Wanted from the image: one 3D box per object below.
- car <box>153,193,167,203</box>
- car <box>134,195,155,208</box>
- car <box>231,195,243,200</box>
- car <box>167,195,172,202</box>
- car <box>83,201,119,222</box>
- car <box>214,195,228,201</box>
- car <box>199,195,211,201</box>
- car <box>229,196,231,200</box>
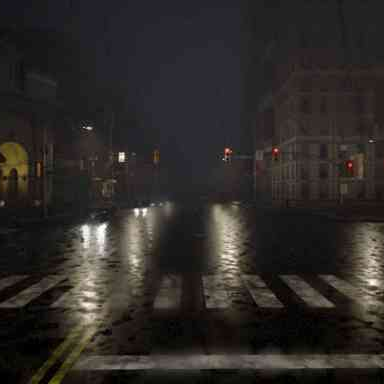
[{"bbox_3d":[-6.979,1.224,68.132,2.150,2.045,5.566,0,0,0],"label":"car"},{"bbox_3d":[-7.078,1.491,47.781,2.128,1.511,4.902,0,0,0],"label":"car"},{"bbox_3d":[12.471,1.500,94.149,1.837,1.490,4.892,0,0,41],"label":"car"},{"bbox_3d":[-6.047,1.500,78.302,1.837,1.490,4.892,0,0,10],"label":"car"},{"bbox_3d":[-7.090,1.492,26.236,2.128,1.511,4.902,0,0,0],"label":"car"},{"bbox_3d":[7.102,1.525,85.356,2.128,1.511,4.902,0,0,25],"label":"car"},{"bbox_3d":[3.301,1.524,85.379,1.812,1.442,4.674,0,0,22],"label":"car"},{"bbox_3d":[8.250,1.466,94.369,1.882,1.535,5.008,0,0,38],"label":"car"}]
